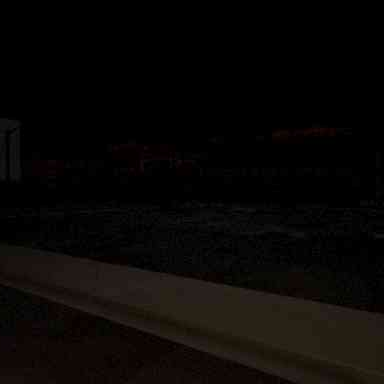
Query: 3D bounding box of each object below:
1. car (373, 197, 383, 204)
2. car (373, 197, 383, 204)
[{"bbox_3d":[37.548,1.576,65.367,1.853,1.218,4.536,1,1,6],"label":"car"},{"bbox_3d":[37.541,1.734,65.317,2.038,1.542,4.974,1,1,6],"label":"car"}]
